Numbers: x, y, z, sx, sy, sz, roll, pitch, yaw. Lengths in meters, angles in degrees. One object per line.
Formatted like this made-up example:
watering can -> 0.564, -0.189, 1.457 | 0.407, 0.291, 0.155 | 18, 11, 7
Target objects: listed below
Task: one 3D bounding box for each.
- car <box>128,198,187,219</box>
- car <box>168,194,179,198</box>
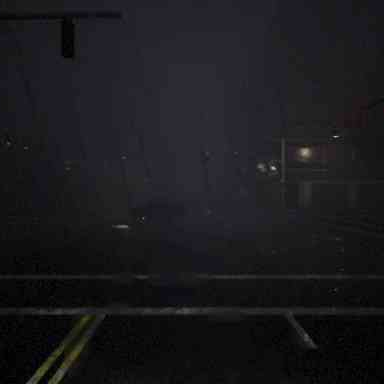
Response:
car -> -2.827, 1.439, 27.455 | 4.892, 1.490, 1.837 | 0, 0, -1
car -> -3.546, 1.230, 64.123 | 2.097, 1.767, 4.553 | 0, 0, 1
